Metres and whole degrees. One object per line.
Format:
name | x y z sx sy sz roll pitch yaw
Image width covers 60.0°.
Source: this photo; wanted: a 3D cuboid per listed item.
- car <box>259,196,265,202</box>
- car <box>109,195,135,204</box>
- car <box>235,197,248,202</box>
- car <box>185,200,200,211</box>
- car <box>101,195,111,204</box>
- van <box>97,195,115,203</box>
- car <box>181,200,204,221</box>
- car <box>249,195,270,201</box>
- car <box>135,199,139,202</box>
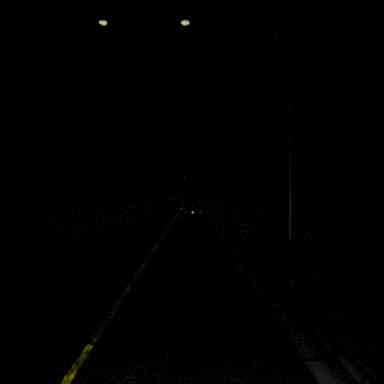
car | 16.953 1.604 73.145 4.403 1.369 2.008 -1 1 0
car | -15.394 1.992 73.161 4.206 1.307 1.802 -1 1 0
car | 11.574 1.681 73.147 4.313 1.339 1.947 -1 1 0
car | 0.032 1.758 44.822 1.994 1.385 4.181 0 0 0
car | -21.077 1.782 73.158 5.009 1.841 2.192 -1 1 0
van | -21.082 1.742 81.684 3.998 1.788 1.690 -1 1 0
car | 0.057 1.695 29.003 2.033 1.411 5.357 0 0 0
car | 16.611 1.516 81.670 4.829 1.417 1.752 -1 1 0
car | -15.571 1.870 81.685 4.829 1.417 1.752 -1 1 0
